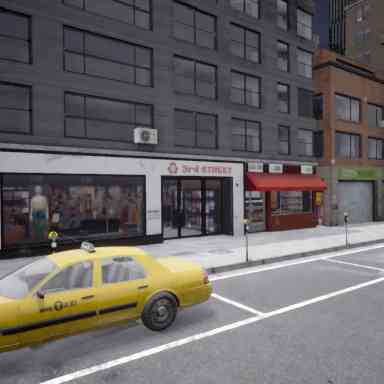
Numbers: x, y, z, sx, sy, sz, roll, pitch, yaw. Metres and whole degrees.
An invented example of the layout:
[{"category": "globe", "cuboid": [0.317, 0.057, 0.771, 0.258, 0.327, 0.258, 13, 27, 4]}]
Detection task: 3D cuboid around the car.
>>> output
[{"category": "car", "cuboid": [-1.919, 1.525, 5.289, 4.829, 1.417, 1.752, 0, -1, -35]}]
